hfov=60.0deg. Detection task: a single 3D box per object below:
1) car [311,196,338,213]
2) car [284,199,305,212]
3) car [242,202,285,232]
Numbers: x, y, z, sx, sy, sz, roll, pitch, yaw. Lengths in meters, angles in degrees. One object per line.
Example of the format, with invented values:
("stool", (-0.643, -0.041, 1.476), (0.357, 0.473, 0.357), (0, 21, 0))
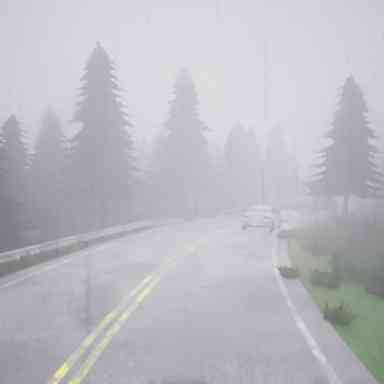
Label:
("car", (15.682, 1.491, 39.224), (2.150, 2.045, 5.566), (3, 1, 33))
("car", (12.357, 1.601, 40.395), (1.837, 1.490, 4.892), (3, 1, 34))
("car", (4.371, 1.563, 20.527), (1.812, 1.442, 4.674), (2, 0, 22))
